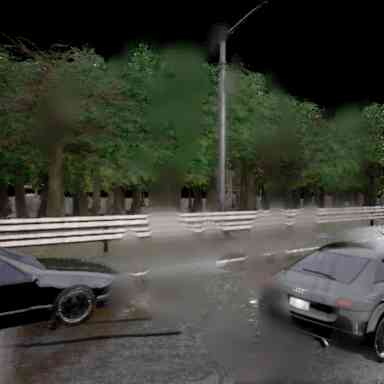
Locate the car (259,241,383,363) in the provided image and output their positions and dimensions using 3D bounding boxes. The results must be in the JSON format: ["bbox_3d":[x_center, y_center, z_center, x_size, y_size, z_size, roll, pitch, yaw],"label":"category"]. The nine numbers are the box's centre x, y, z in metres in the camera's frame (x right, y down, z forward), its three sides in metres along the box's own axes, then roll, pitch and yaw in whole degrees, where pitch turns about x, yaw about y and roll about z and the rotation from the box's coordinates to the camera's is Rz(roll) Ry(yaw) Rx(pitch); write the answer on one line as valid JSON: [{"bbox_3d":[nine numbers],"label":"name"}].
[{"bbox_3d":[3.200,1.621,6.030,4.181,1.385,1.994,1,0,-36],"label":"car"}]

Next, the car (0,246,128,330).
[{"bbox_3d":[-3.808,1.546,5.331,5.357,1.411,2.033,1,0,-36],"label":"car"}]
